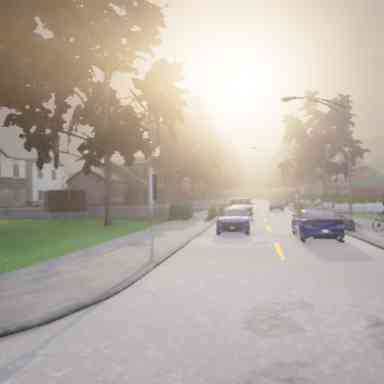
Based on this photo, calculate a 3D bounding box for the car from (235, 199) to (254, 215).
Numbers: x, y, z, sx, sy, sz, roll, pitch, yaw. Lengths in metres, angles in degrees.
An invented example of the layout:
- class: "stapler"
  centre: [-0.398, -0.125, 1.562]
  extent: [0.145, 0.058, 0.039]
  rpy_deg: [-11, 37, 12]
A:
- class: "car"
  centre: [6.371, 1.733, 40.250]
  extent: [2.097, 1.767, 4.553]
  rpy_deg: [-1, -1, 11]

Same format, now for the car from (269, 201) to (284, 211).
- class: "car"
  centre: [11.654, 1.885, 45.799]
  extent: [2.033, 1.411, 5.357]
  rpy_deg: [-1, -1, 11]

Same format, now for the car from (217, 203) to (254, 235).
- class: "car"
  centre: [2.634, 1.689, 20.447]
  extent: [1.882, 1.535, 5.008]
  rpy_deg: [-1, -1, 11]

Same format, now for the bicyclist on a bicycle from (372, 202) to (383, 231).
- class: "bicyclist on a bicycle"
  centre: [10.759, 1.356, 18.240]
  extent: [1.656, 1.620, 0.582]
  rpy_deg: [-2, -1, 11]

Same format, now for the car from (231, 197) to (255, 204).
- class: "car"
  centre: [4.460, 1.517, 30.230]
  extent: [2.150, 2.045, 5.566]
  rpy_deg: [-1, -1, 10]

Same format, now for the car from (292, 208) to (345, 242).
- class: "car"
  centre: [6.233, 1.565, 16.824]
  extent: [1.882, 1.535, 5.008]
  rpy_deg: [-1, -1, 11]
